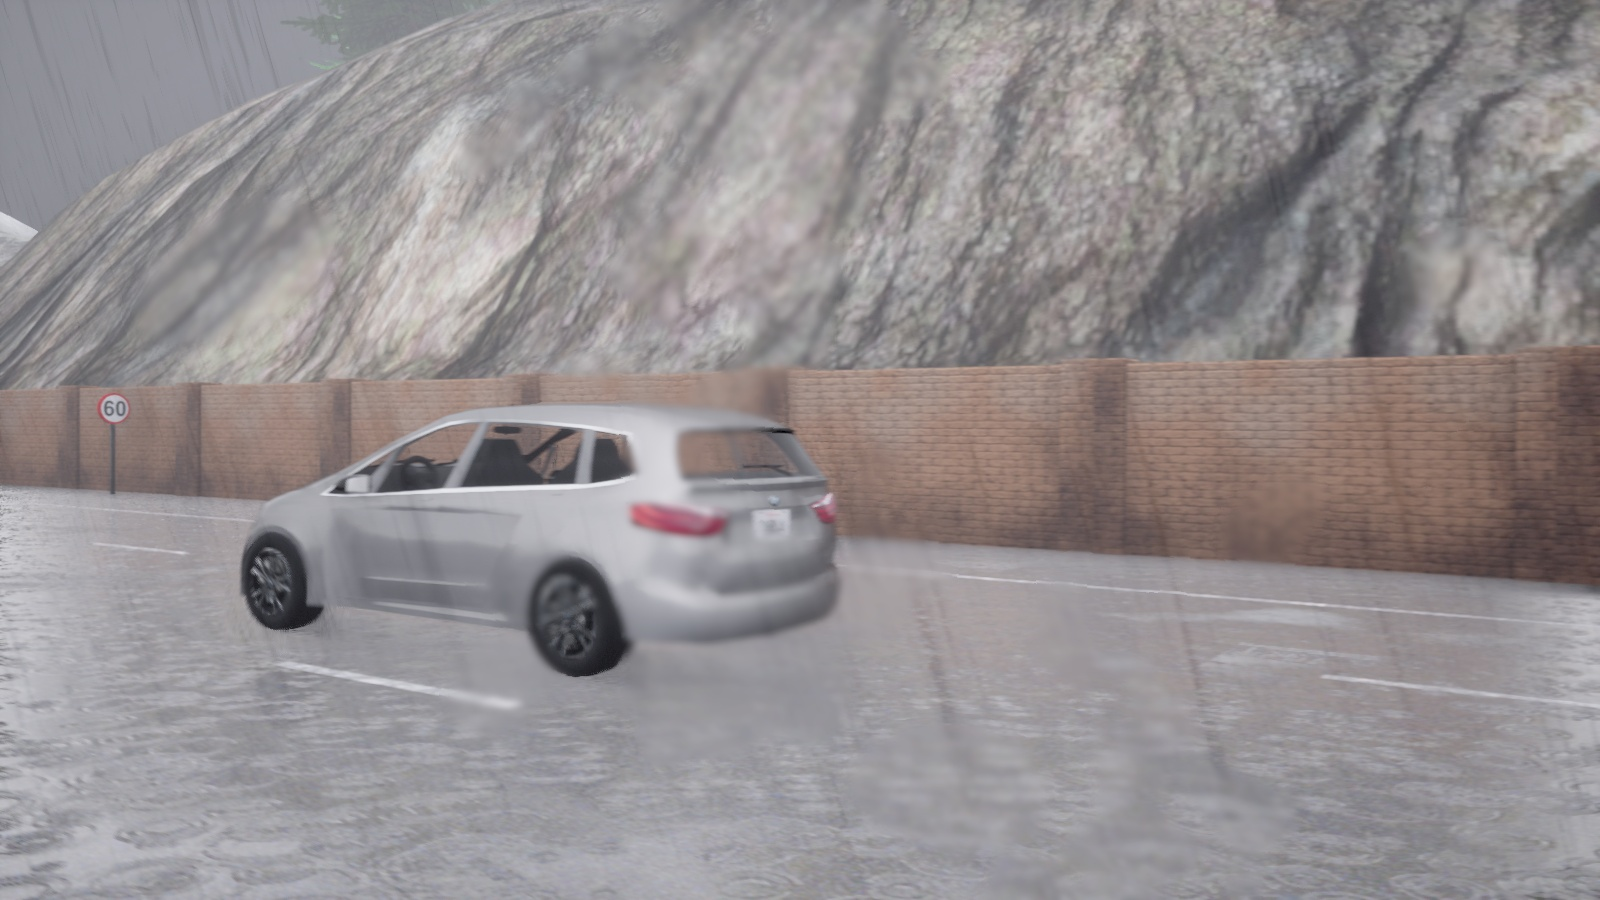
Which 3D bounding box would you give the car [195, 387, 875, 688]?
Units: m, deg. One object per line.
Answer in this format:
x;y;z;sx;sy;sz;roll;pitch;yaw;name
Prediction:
-2.024;0.468;9.166;4.611;1.667;2.242;0;1;34;car
